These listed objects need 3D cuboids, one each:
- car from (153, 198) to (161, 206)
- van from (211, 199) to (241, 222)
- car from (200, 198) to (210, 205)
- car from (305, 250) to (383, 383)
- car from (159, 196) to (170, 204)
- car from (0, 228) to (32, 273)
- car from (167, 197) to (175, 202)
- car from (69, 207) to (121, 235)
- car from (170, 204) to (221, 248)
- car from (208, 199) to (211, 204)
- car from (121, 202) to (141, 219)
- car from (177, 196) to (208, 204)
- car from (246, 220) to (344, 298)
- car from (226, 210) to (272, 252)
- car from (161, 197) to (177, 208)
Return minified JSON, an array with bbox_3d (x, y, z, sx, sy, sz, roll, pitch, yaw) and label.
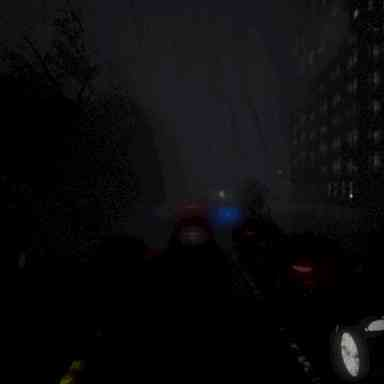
[{"bbox_3d":[-5.808,1.808,58.944,1.947,1.339,4.313,0,0,0],"label":"car"},{"bbox_3d":[2.642,1.435,25.170,1.690,1.788,3.998,0,0,0],"label":"van"},{"bbox_3d":[2.560,1.852,64.593,1.802,1.307,4.206,0,0,0],"label":"car"},{"bbox_3d":[2.687,1.561,2.639,2.008,1.369,4.403,0,0,0],"label":"car"},{"bbox_3d":[-5.831,1.740,70.208,1.967,1.590,4.097,0,0,0],"label":"car"},{"bbox_3d":[-5.704,1.573,8.255,1.887,1.381,4.507,0,0,0],"label":"car"},{"bbox_3d":[-5.877,2.012,92.737,1.802,1.307,4.206,0,0,0],"label":"car"},{"bbox_3d":[-5.728,1.615,19.519,1.887,1.381,4.507,0,0,0],"label":"car"},{"bbox_3d":[0.048,1.532,15.117,1.882,1.535,5.008,0,-1,0],"label":"car"},{"bbox_3d":[2.618,1.724,36.432,1.802,1.307,4.206,0,0,0],"label":"car"},{"bbox_3d":[-5.750,1.642,30.614,1.752,1.417,4.829,0,0,0],"label":"car"},{"bbox_3d":[0.011,1.461,29.041,2.097,1.767,4.553,0,0,0],"label":"car"},{"bbox_3d":[2.676,1.611,8.272,1.802,1.307,4.206,0,0,0],"label":"car"},{"bbox_3d":[2.664,1.632,13.904,1.802,1.307,4.206,0,0,0],"label":"car"},{"bbox_3d":[-3.181,1.757,51.775,2.033,1.411,5.357,0,0,0],"label":"car"}]
